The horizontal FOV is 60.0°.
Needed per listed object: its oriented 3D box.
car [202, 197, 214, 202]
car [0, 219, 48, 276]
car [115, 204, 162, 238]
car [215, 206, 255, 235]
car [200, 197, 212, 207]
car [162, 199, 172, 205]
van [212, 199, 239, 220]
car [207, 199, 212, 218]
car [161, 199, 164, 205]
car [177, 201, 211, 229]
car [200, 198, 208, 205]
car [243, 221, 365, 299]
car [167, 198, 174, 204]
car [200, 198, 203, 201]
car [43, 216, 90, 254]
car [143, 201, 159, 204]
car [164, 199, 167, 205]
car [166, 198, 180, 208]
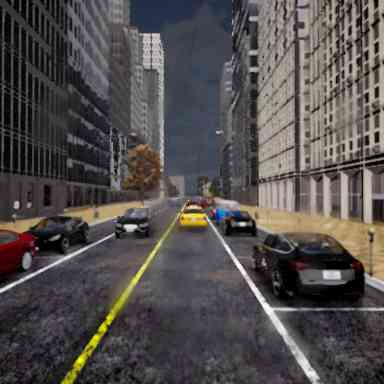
[{"bbox_3d":[2.701,1.827,54.023,2.192,1.841,5.009,0,-1,0],"label":"car"},{"bbox_3d":[-5.687,1.631,8.494,1.887,1.381,4.507,0,-1,0],"label":"car"},{"bbox_3d":[-3.098,1.682,19.115,2.128,1.511,4.902,0,-1,0],"label":"car"},{"bbox_3d":[2.695,1.763,19.869,1.947,1.339,4.313,0,-1,0],"label":"car"},{"bbox_3d":[2.702,1.927,65.408,2.192,1.841,5.009,0,0,0],"label":"car"},{"bbox_3d":[-5.678,2.276,76.802,1.947,1.339,4.313,0,0,0],"label":"car"},{"bbox_3d":[2.697,1.593,25.565,1.690,1.788,3.998,0,-1,0],"label":"van"},{"bbox_3d":[2.697,1.745,31.254,1.967,1.590,4.097,0,-1,0],"label":"car"},{"bbox_3d":[-5.682,2.012,48.342,2.008,1.369,4.403,0,-1,0],"label":"car"},{"bbox_3d":[0.104,1.685,23.277,1.801,1.575,5.366,0,-1,0],"label":"car"},{"bbox_3d":[2.703,2.237,76.959,1.752,1.417,4.829,0,0,0],"label":"car"},{"bbox_3d":[2.694,1.652,8.485,1.947,1.339,4.313,0,-1,0],"label":"car"},{"bbox_3d":[-5.677,2.388,88.185,1.802,1.307,4.206,0,0,0],"label":"car"},{"bbox_3d":[0.105,1.886,42.516,1.882,1.535,5.008,0,-1,0],"label":"car"},{"bbox_3d":[-5.686,1.708,14.186,1.947,1.339,4.313,0,-1,0],"label":"car"},{"bbox_3d":[-5.682,1.934,42.479,1.752,1.417,4.829,0,-1,0],"label":"car"},{"bbox_3d":[-5.679,2.213,71.110,2.008,1.369,4.403,0,0,0],"label":"car"},{"bbox_3d":[-3.024,2.121,60.960,2.033,1.411,5.357,0,-1,1],"label":"car"}]
